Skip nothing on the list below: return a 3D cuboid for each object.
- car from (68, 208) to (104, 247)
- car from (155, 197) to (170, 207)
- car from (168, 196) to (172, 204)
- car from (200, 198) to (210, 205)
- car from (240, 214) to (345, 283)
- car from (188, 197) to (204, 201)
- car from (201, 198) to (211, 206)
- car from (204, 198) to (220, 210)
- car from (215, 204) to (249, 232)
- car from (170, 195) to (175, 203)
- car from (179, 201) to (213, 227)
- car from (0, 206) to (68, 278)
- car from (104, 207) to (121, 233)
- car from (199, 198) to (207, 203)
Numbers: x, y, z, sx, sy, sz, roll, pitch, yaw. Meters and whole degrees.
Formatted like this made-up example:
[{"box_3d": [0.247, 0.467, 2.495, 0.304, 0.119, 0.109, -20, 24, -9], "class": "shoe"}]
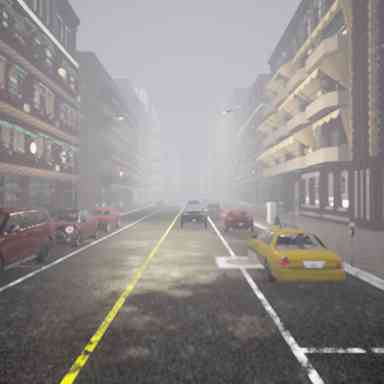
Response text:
[{"box_3d": [-5.670, 1.533, 15.162, 1.967, 1.590, 4.097, 0, 0, 0], "class": "car"}, {"box_3d": [-5.614, 1.915, 60.250, 2.008, 1.369, 4.403, 0, 0, 0], "class": "car"}, {"box_3d": [-5.607, 1.949, 65.887, 2.008, 1.369, 4.403, 0, 0, 0], "class": "car"}, {"box_3d": [2.781, 1.998, 71.508, 1.947, 1.339, 4.313, 0, 0, 0], "class": "car"}, {"box_3d": [2.704, 1.586, 9.682, 1.752, 1.417, 4.829, 0, 0, 0], "class": "car"}, {"box_3d": [0.154, 1.734, 42.029, 1.882, 1.535, 5.008, 0, 0, 0], "class": "car"}, {"box_3d": [2.775, 1.925, 66.042, 1.752, 1.417, 4.829, 0, 0, 0], "class": "car"}, {"box_3d": [2.746, 1.815, 43.328, 2.008, 1.369, 4.403, 0, 0, 0], "class": "car"}, {"box_3d": [2.717, 1.673, 20.784, 1.887, 1.381, 4.507, 0, 0, 0], "class": "car"}, {"box_3d": [-5.593, 2.010, 77.159, 1.887, 1.381, 4.507, 0, 0, 0], "class": "car"}, {"box_3d": [0.131, 1.638, 23.825, 2.128, 1.511, 4.902, 0, 0, 0], "class": "car"}, {"box_3d": [-5.676, 1.374, 9.527, 2.192, 1.841, 5.009, 0, 0, 0], "class": "car"}, {"box_3d": [-5.663, 1.672, 20.799, 1.887, 1.381, 4.507, 0, 0, 0], "class": "car"}, {"box_3d": [2.795, 2.081, 82.781, 1.802, 1.307, 4.206, 0, 0, 0], "class": "car"}]
